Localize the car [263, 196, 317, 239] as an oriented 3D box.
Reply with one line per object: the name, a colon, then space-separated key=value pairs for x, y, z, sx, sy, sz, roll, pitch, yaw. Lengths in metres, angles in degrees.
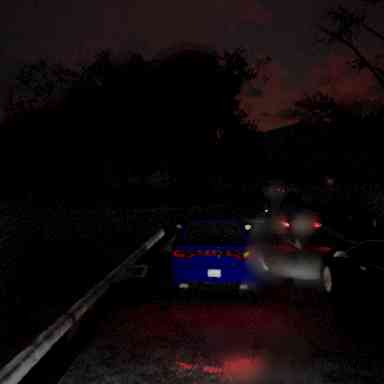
car: x=4.414 y=1.179 z=14.969 sx=2.033 sy=1.411 sz=5.357 roll=0 pitch=2 yaw=7

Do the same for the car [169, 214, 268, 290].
car: x=0.565 y=1.317 z=8.720 sx=1.882 sy=1.535 sz=5.008 roll=0 pitch=1 yaw=3

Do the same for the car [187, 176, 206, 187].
car: x=0.949 y=-2.128 z=62.950 sx=2.150 sy=2.045 sz=5.566 roll=-2 pitch=5 yaw=-22

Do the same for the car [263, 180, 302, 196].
car: x=8.649 y=-0.109 z=31.662 sx=2.150 sy=2.045 sz=5.566 roll=2 pitch=4 yaw=35

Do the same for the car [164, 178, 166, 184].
car: x=-6.214 y=-2.785 z=83.969 sx=2.128 sy=1.511 sz=4.902 roll=0 pitch=2 yaw=-4

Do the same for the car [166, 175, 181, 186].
car: x=-3.133 y=-2.317 z=66.134 sx=2.150 sy=2.045 sz=5.566 roll=-1 pitch=3 yaw=-15

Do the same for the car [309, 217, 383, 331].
car: x=3.611 y=1.432 z=5.279 sx=1.837 sy=1.490 sz=4.892 roll=0 pitch=1 yaw=2
